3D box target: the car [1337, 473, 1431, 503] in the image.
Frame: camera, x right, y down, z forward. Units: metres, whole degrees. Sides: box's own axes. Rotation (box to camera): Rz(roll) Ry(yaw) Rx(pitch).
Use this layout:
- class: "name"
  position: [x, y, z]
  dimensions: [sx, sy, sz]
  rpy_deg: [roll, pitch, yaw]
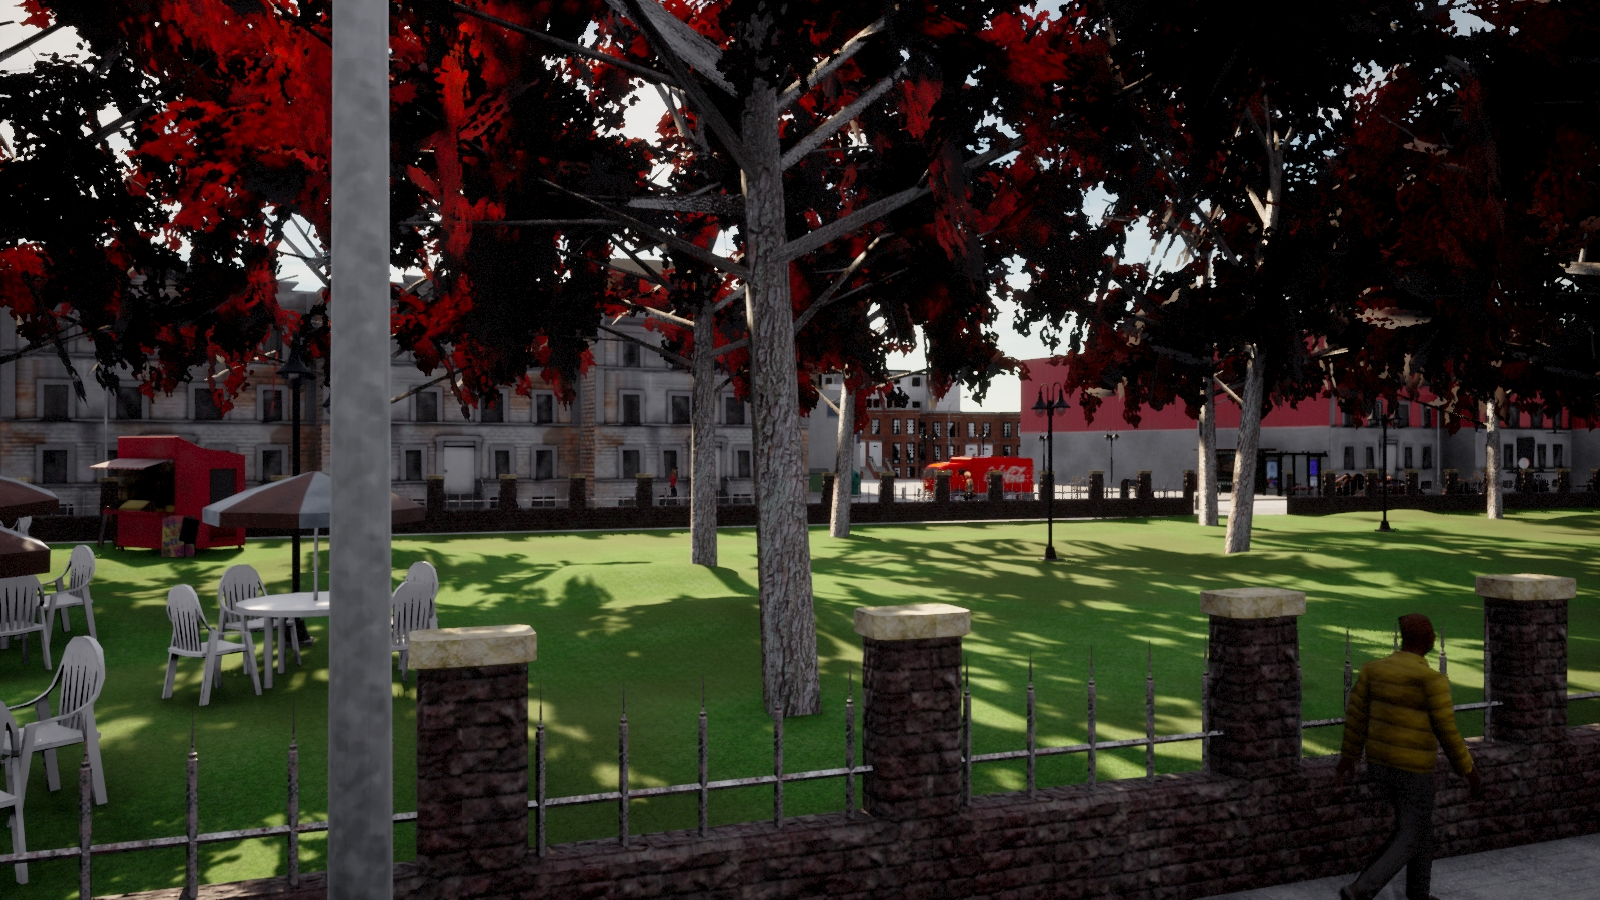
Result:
- class: "car"
  position: [29.992, 1.930, 58.701]
  dimensions: [4.181, 1.385, 1.994]
  rpy_deg: [-1, 0, -20]

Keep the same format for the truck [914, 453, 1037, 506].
- class: "truck"
  position: [8.441, 1.358, 55.102]
  dimensions: [5.204, 2.467, 2.627]
  rpy_deg: [0, 0, -20]

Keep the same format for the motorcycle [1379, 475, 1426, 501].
- class: "motorcycle"
  position: [31.180, 1.969, 59.136]
  dimensions: [2.356, 1.277, 0.764]
  rpy_deg: [0, 0, -20]

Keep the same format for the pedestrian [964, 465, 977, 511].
- class: "pedestrian"
  position: [6.867, 1.532, 45.994]
  dimensions: [0.375, 1.860, 0.375]
  rpy_deg: [0, 0, -28]

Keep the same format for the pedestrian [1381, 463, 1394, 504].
- class: "pedestrian"
  position: [27.012, 1.542, 52.496]
  dimensions: [0.375, 1.860, 0.375]
  rpy_deg: [0, 0, -20]

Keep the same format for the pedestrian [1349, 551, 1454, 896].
- class: "pedestrian"
  position: [3.438, 1.527, 6.537]
  dimensions: [0.375, 1.860, 0.375]
  rpy_deg: [0, 0, -20]

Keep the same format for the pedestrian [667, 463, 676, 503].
- class: "pedestrian"
  position: [-6.024, 1.530, 53.548]
  dimensions: [0.375, 1.860, 0.375]
  rpy_deg: [0, 0, -20]
